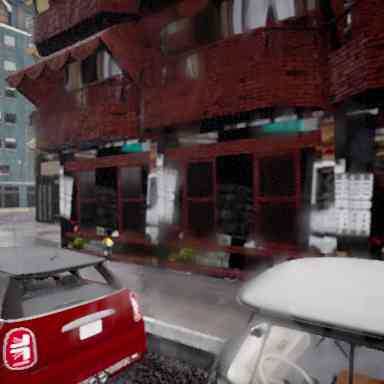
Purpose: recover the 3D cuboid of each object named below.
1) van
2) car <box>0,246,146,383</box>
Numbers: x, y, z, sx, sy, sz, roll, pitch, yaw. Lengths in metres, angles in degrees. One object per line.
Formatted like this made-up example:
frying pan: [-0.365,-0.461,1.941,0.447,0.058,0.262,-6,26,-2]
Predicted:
van: [1.876,1.334,1.397,3.998,1.788,1.690,-1,-1,35]
car: [-2.639,1.482,4.615,4.097,1.590,1.967,-1,-1,35]
